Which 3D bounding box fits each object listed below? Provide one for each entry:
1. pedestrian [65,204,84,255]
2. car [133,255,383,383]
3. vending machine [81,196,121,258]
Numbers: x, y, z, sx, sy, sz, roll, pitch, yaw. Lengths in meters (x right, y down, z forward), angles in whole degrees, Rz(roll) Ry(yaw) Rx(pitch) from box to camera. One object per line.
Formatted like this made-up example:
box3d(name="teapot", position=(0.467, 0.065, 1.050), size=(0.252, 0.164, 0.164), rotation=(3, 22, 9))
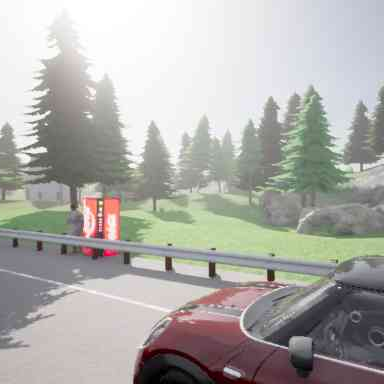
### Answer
box3d(name="pedestrian", position=(-4.206, 1.294, 11.939), size=(0.375, 1.860, 0.375), rotation=(0, 0, 32))
box3d(name="car", position=(1.640, 1.352, 2.713), size=(4.553, 1.767, 2.097), rotation=(0, 0, 36))
box3d(name="vending machine", position=(-3.292, 1.195, 12.045), size=(0.880, 2.100, 1.100), rotation=(0, 0, 33))
